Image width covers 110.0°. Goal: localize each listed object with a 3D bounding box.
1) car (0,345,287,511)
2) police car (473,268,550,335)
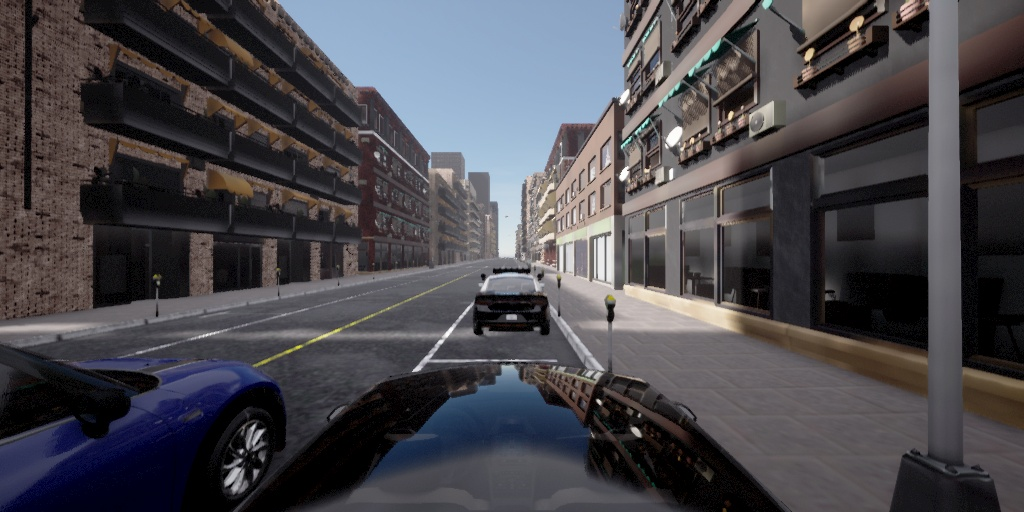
[{"bbox_3d":[-3.145,1.097,1.470,2.097,1.767,4.553,0,0,0],"label":"car"},{"bbox_3d":[-0.011,1.165,10.609,1.930,1.638,5.238,0,0,0],"label":"police car"}]
